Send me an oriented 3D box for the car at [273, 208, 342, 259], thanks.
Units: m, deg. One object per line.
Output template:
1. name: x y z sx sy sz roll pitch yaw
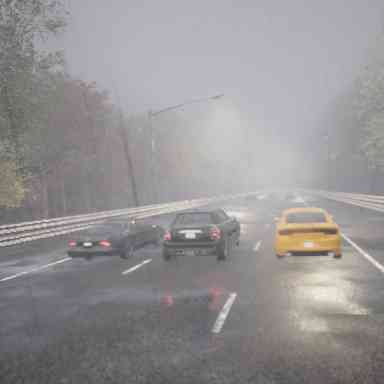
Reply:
1. car: 3.928 1.288 11.672 1.882 1.535 5.008 -3 0 16

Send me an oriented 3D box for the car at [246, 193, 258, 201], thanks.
1. car: 11.710 0.982 64.849 1.882 1.535 5.008 -3 0 16

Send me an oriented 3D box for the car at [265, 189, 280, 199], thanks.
1. car: 17.733 0.717 73.285 1.994 1.385 4.181 -3 0 16

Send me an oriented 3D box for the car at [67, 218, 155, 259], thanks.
1. car: -2.797 1.762 13.560 2.033 1.411 5.357 -3 0 16

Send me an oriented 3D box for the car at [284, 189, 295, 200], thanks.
1. car: 17.282 0.705 58.860 2.033 1.411 5.357 -3 0 16

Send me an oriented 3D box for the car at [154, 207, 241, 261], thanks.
1. car: 0.527 1.366 12.519 2.097 1.767 4.553 -3 0 16
